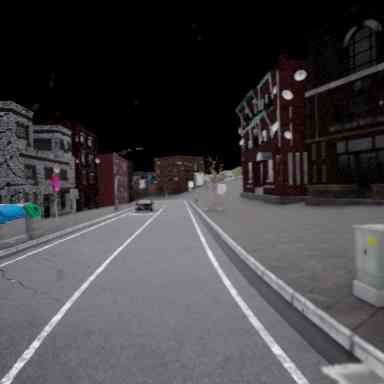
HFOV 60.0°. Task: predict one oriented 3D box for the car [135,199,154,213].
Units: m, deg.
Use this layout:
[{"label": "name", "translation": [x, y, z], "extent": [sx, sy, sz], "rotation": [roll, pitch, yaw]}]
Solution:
[{"label": "car", "translation": [-5.604, 1.592, 39.866], "extent": [1.882, 1.535, 5.008], "rotation": [-2, 0, -2]}]
